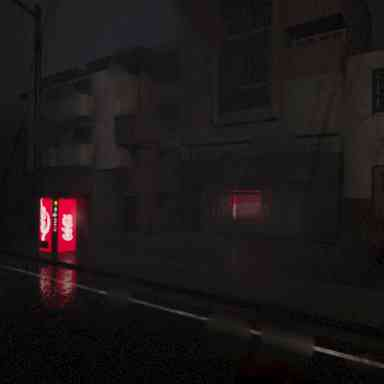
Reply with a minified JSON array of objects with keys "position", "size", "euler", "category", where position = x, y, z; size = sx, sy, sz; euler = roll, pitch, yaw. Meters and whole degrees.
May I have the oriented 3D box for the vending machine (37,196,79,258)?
[{"position":[-4.838,1.193,12.043],"size":[0.880,2.100,1.100],"euler":[1,0,35],"category":"vending machine"}]
